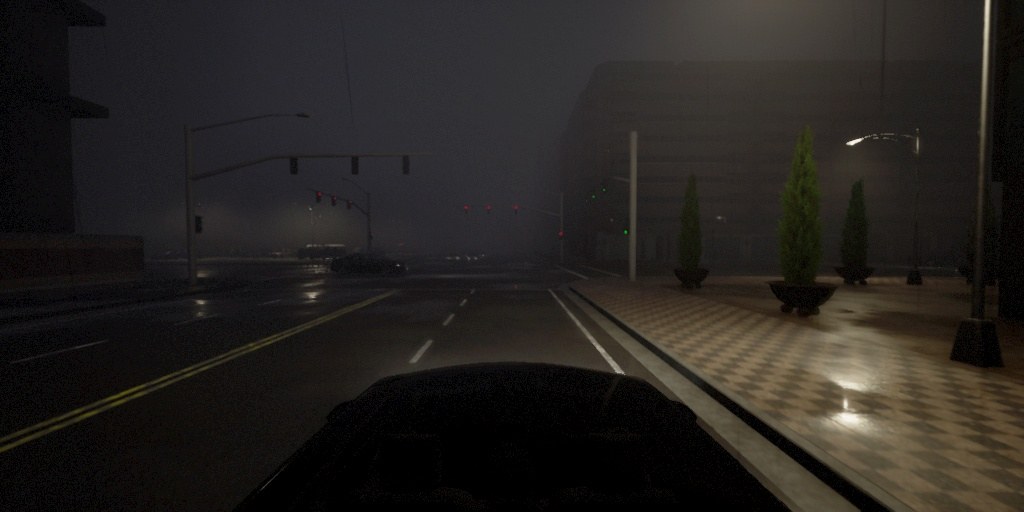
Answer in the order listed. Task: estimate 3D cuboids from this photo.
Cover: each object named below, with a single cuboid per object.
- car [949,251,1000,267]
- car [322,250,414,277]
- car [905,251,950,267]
[{"bbox_3d":[41.636,0.383,31.080,4.674,1.442,1.812,0,2,1],"label":"car"},{"bbox_3d":[-9.455,0.580,23.884,4.902,1.511,2.128,0,2,-1],"label":"car"},{"bbox_3d":[41.098,0.235,34.587,5.008,1.535,1.882,0,2,1],"label":"car"}]
